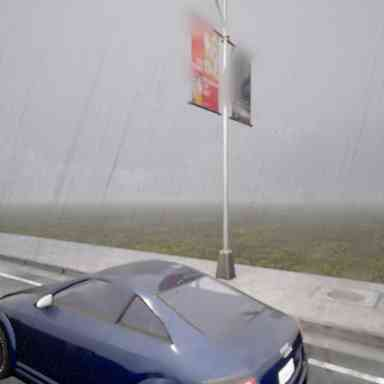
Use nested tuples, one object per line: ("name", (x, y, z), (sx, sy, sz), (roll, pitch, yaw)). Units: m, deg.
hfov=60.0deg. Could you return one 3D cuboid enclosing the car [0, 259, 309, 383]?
("car", (-0.801, 1.575, 4.113), (4.181, 1.385, 1.994), (0, 0, 35))
